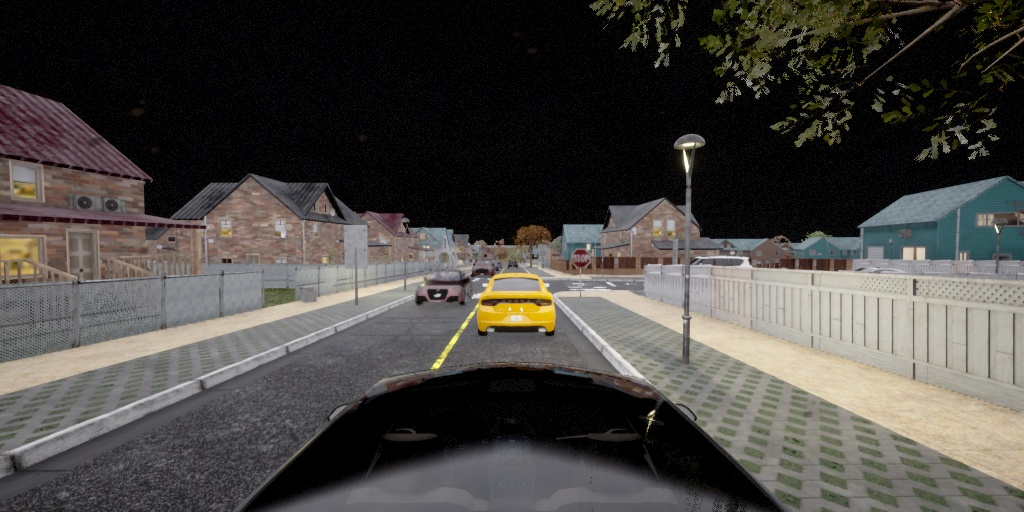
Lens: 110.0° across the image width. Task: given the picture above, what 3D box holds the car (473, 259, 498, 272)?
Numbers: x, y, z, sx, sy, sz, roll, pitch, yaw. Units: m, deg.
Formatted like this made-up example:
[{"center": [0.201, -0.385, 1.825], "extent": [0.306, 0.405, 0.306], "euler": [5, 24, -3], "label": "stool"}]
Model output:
[{"center": [-2.827, 1.156, 36.153], "extent": [2.097, 1.767, 4.553], "euler": [0, 0, 0], "label": "car"}]

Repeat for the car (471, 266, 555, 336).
[{"center": [0.117, 1.227, 10.433], "extent": [1.882, 1.535, 5.008], "euler": [0, 0, 0], "label": "car"}]

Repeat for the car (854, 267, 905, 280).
[{"center": [23.049, 1.424, 22.902], "extent": [4.674, 1.442, 1.812], "euler": [1, 2, 13], "label": "car"}]

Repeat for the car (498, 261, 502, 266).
[{"center": [-2.812, 1.213, 48.774], "extent": [2.097, 1.767, 4.553], "euler": [0, 0, 0], "label": "car"}]

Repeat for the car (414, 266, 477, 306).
[{"center": [-2.844, 1.318, 15.706], "extent": [1.994, 1.385, 4.181], "euler": [0, 0, 0], "label": "car"}]

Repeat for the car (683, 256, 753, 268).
[{"center": [13.407, 1.015, 24.661], "extent": [5.566, 2.045, 2.150], "euler": [1, 2, 8], "label": "car"}]
